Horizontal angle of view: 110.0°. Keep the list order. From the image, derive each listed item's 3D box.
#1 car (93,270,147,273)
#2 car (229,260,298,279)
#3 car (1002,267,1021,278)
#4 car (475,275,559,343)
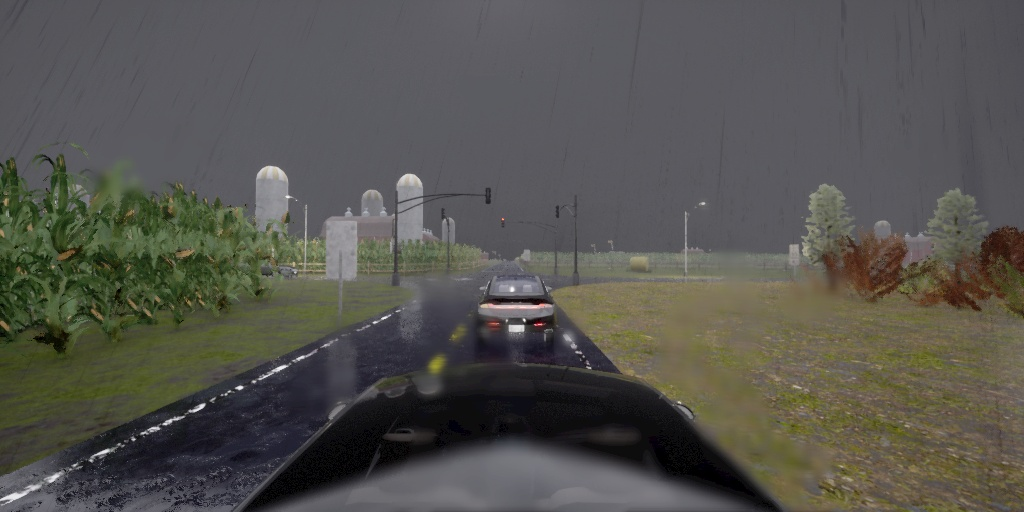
[{"bbox_3d":[-29.754,1.036,28.261,5.357,1.411,2.033,0,-1,-3],"label":"car"},{"bbox_3d":[-19.934,1.059,28.805,4.902,1.511,2.128,0,-1,-4],"label":"car"},{"bbox_3d":[48.674,1.720,33.485,4.674,1.442,1.812,1,-1,-5],"label":"car"},{"bbox_3d":[0.103,1.245,9.645,2.128,1.511,4.902,0,0,0],"label":"car"}]
